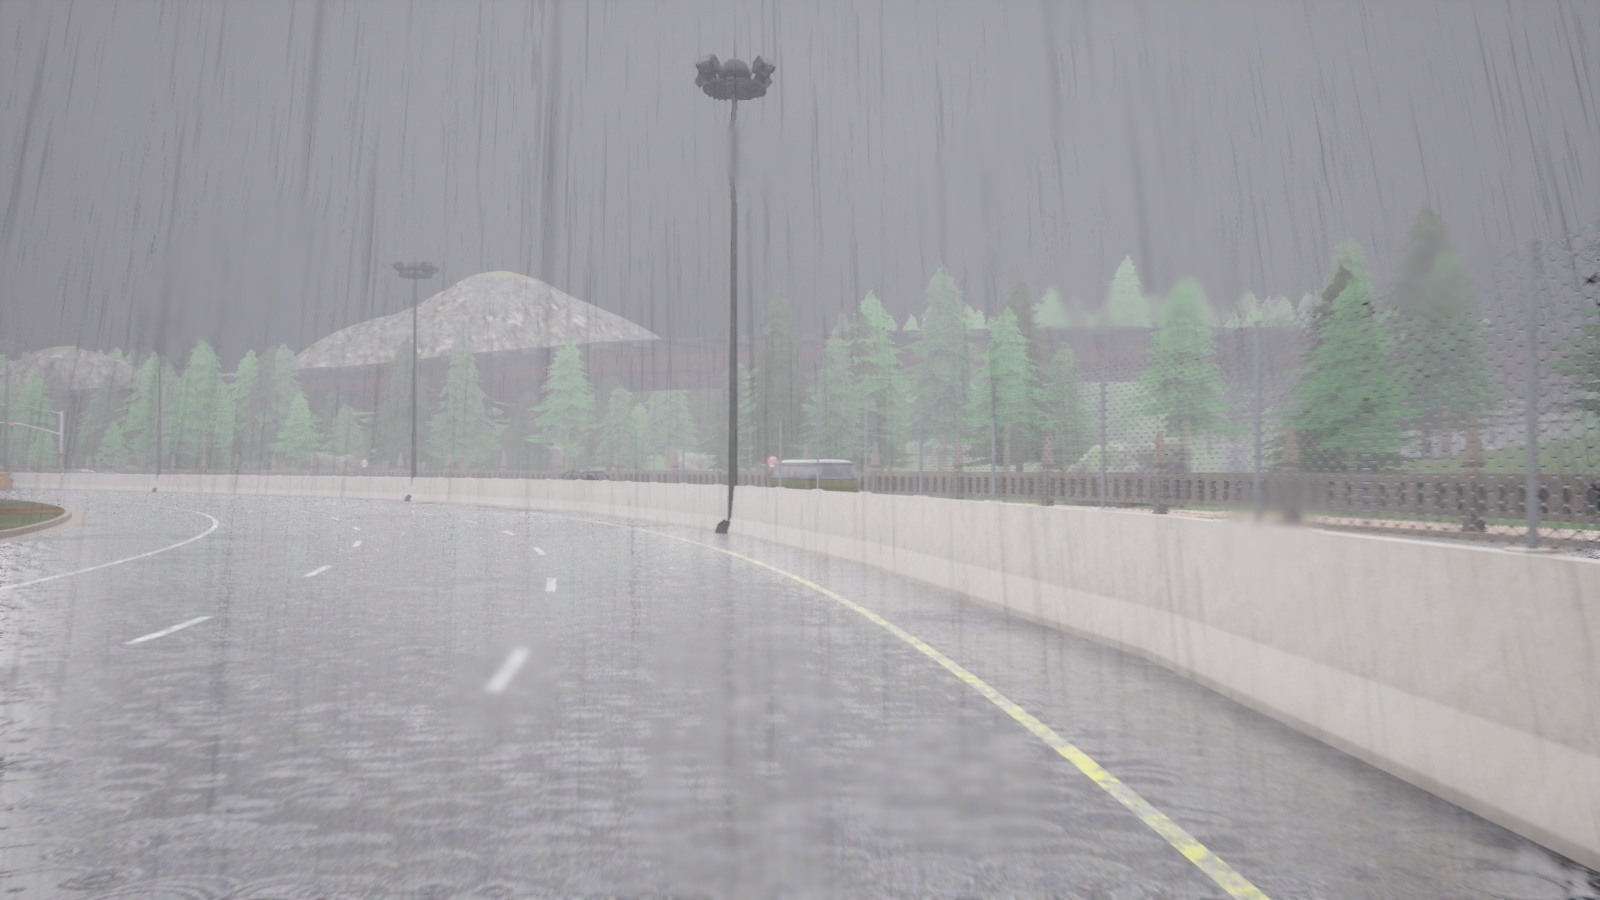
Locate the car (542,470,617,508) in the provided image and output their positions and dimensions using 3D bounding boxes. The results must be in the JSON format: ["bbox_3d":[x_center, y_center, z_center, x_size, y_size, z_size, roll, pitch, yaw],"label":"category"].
[{"bbox_3d":[-9.842,1.693,55.902,1.851,1.617,3.988,0,-1,-33],"label":"car"}]

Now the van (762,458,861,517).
[{"bbox_3d":[0.345,1.316,44.856,1.775,1.987,4.442,0,-1,-25],"label":"van"}]
